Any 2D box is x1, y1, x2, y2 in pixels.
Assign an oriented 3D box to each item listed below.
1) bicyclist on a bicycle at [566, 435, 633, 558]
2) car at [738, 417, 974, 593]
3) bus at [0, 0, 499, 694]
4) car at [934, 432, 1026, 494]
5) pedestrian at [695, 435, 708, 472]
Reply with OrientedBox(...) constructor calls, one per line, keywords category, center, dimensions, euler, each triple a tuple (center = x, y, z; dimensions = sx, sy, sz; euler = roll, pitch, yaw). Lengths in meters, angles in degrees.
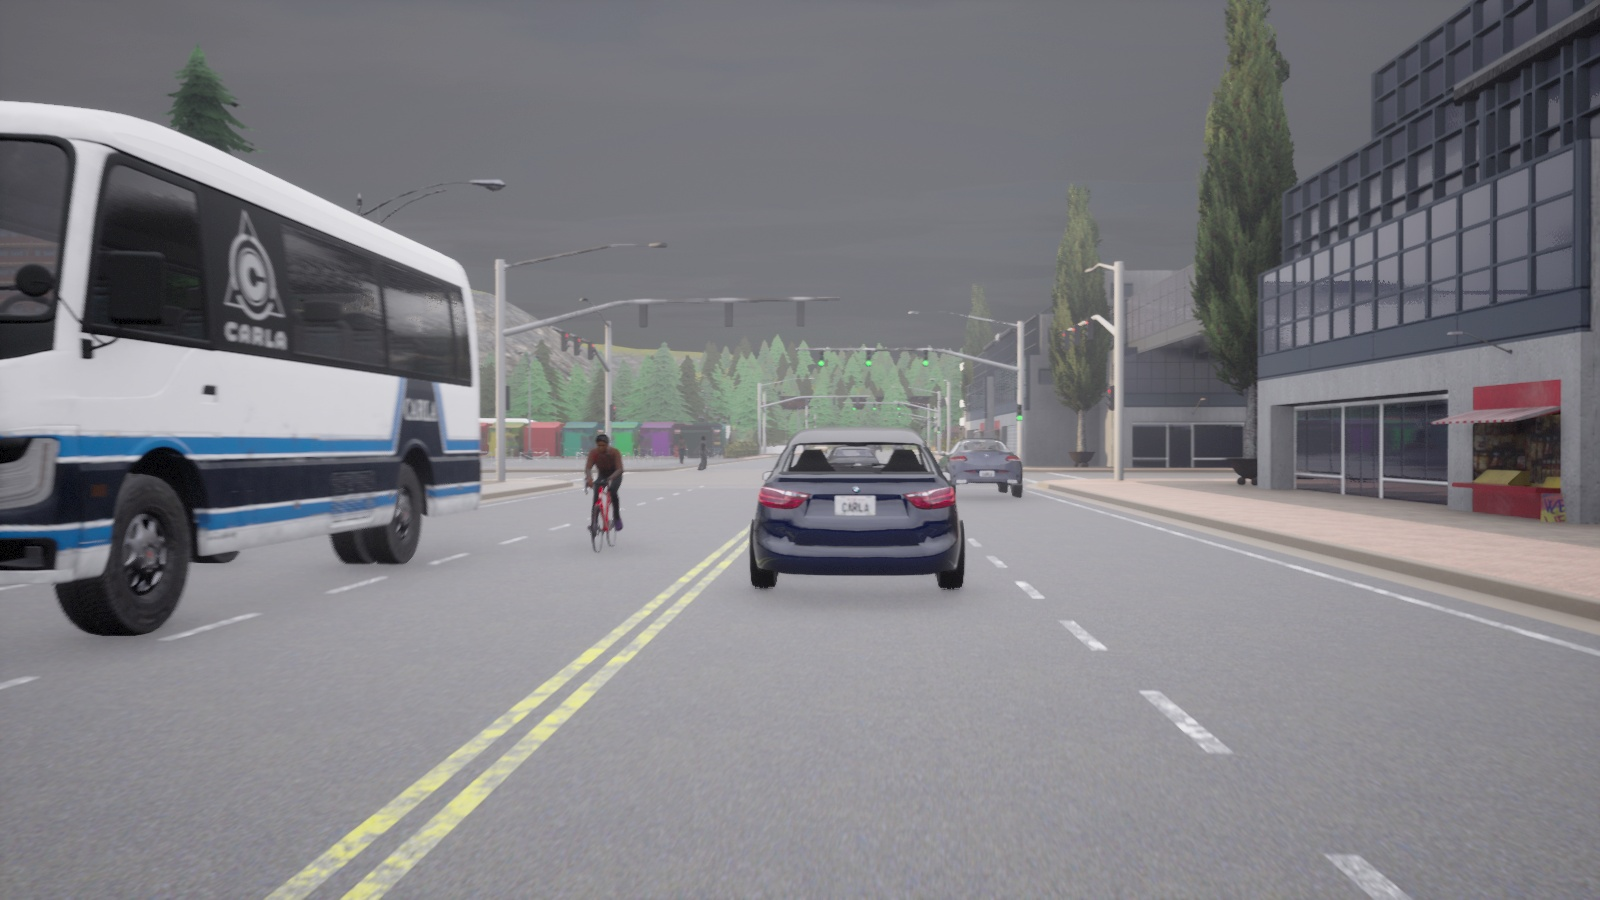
OrientedBox(category="bicyclist on a bicycle", center=(-2.742, 0.599, 17.298), dimensions=(0.582, 1.620, 1.656), euler=(0, 1, 3))
OrientedBox(category="car", center=(0.628, 0.511, 14.258), dimensions=(2.242, 1.667, 4.611), euler=(0, 0, 3))
OrientedBox(category="bus", center=(-6.447, -0.709, 12.668), dimensions=(3.944, 4.253, 10.273), euler=(0, 0, 3))
OrientedBox(category="car", center=(5.095, 0.328, 36.221), dimensions=(2.152, 1.651, 5.027), euler=(0, 0, 2))
OrientedBox(category="pedestrian", center=(-5.149, 0.161, 65.781), dimensions=(0.666, 1.930, 0.402), euler=(0, 0, -4))
